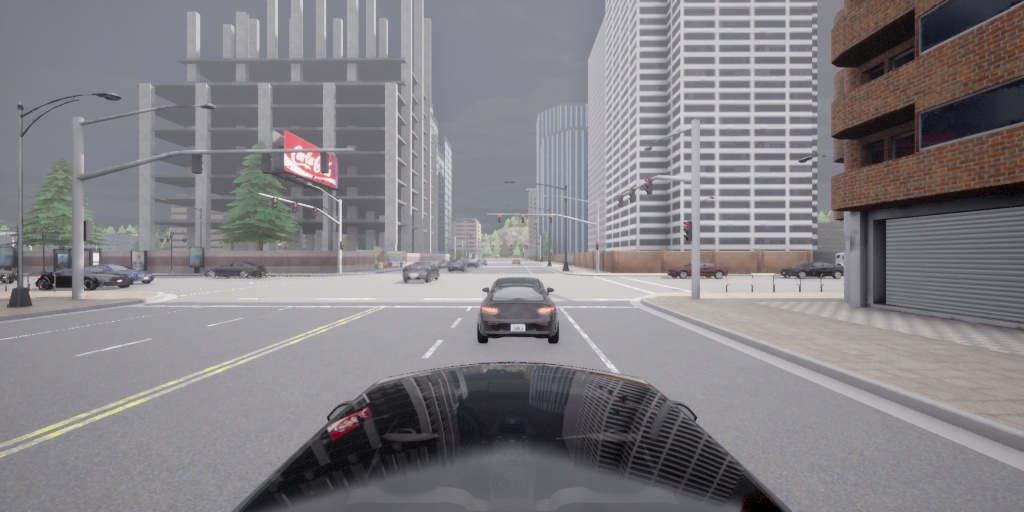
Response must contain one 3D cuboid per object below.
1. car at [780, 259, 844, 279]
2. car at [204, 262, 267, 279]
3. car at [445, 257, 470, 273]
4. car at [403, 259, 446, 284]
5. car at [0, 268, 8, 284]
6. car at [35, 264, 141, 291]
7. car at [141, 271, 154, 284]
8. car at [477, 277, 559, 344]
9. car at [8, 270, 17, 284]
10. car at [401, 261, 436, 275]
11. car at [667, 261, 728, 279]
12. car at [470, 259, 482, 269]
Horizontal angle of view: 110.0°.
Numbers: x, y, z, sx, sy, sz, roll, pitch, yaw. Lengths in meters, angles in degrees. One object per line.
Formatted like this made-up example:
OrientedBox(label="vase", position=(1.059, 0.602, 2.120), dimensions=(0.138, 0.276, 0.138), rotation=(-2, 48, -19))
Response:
OrientedBox(label="car", position=(26.664, 1.228, 31.838), dimensions=(5.008, 1.535, 1.882), rotation=(0, 0, 0))
OrientedBox(label="car", position=(-24.740, 1.255, 32.146), dimensions=(4.892, 1.490, 1.837), rotation=(0, 0, 1))
OrientedBox(label="car", position=(-6.572, 1.255, 43.517), dimensions=(1.837, 1.490, 4.892), rotation=(0, 0, -1))
OrientedBox(label="car", position=(-6.809, 1.242, 27.299), dimensions=(2.128, 1.511, 4.902), rotation=(0, 0, 1))
OrientedBox(label="car", position=(-34.201, 1.102, 21.566), dimensions=(4.553, 1.767, 2.097), rotation=(0, 0, 0))
OrientedBox(label="car", position=(-25.503, 1.314, 21.503), dimensions=(4.181, 1.385, 1.994), rotation=(0, 0, 0))
OrientedBox(label="car", position=(-27.857, 1.276, 25.020), dimensions=(4.674, 1.442, 1.812), rotation=(0, 0, 0))
OrientedBox(label="car", position=(0.160, 1.276, 9.502), dimensions=(1.812, 1.442, 4.674), rotation=(0, 0, 1))
OrientedBox(label="car", position=(-37.846, 1.255, 25.091), dimensions=(4.892, 1.490, 1.837), rotation=(0, 0, 0))
OrientedBox(label="car", position=(-10.430, 1.297, 40.477), dimensions=(2.033, 1.411, 5.357), rotation=(0, 0, 6))
OrientedBox(label="car", position=(16.471, 1.228, 31.918), dimensions=(5.008, 1.535, 1.882), rotation=(0, 0, 0))
OrientedBox(label="car", position=(-6.428, 1.351, 57.683), dimensions=(1.895, 1.301, 4.718), rotation=(0, 0, 1))
